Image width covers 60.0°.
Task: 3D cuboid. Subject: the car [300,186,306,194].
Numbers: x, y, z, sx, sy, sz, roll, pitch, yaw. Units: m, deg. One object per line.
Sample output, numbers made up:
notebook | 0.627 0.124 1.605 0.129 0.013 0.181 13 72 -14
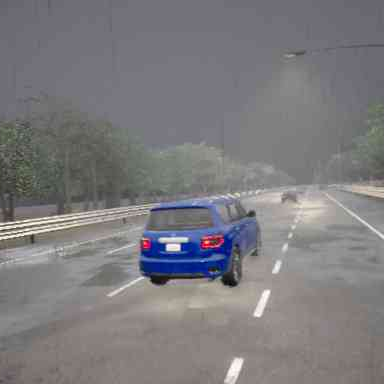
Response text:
car | 24.607 -0.183 76.465 1.994 1.385 4.181 -4 0 20

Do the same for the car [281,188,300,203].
car | 12.685 0.618 43.298 1.837 1.490 4.892 -4 0 20

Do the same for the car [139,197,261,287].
car | 0.523 1.192 9.510 2.150 2.045 5.566 -4 0 20
